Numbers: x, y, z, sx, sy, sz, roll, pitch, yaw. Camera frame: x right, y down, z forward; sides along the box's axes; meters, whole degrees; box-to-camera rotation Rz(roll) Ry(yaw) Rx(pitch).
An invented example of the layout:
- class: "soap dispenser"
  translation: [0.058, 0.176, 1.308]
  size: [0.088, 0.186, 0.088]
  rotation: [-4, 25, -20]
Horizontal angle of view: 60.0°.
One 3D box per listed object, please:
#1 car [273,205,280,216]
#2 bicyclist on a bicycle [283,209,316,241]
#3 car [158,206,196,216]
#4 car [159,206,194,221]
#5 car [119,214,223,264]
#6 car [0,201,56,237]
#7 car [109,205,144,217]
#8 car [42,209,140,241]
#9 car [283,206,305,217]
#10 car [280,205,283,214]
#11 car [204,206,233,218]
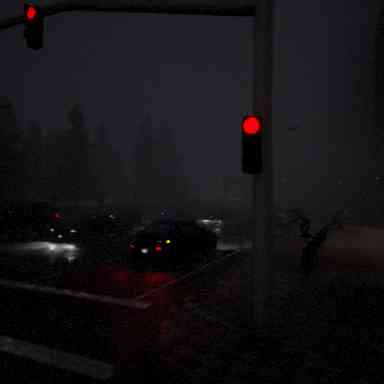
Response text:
- class: "car"
  translation: [9.689, 2.474, 43.321]
  size: [1.837, 1.490, 4.892]
  rotation: [0, -1, 25]
- class: "bicyclist on a bicycle"
  translation: [5.394, 1.692, 16.739]
  size: [1.656, 1.620, 0.582]
  rotation: [0, -1, 25]
- class: "car"
  translation: [-1.321, 2.132, 28.360]
  size: [2.033, 1.411, 5.357]
  rotation: [0, -1, 25]
- class: "car"
  translation: [-1.550, 2.270, 36.175]
  size: [1.812, 1.442, 4.674]
  rotation: [0, -1, 25]
- class: "car"
  translation: [-0.581, 1.800, 13.124]
  size: [1.812, 1.442, 4.674]
  rotation: [0, -1, 26]
- class: "car"
  translation: [-9.918, 1.536, 18.151]
  size: [2.150, 2.045, 5.566]
  rotation: [0, -1, 25]
- class: "car"
  translation: [-5.859, 1.875, 26.896]
  size: [2.097, 1.767, 4.553]
  rotation: [0, -1, 25]
- class: "car"
  translation: [-5.558, 1.914, 19.230]
  size: [2.033, 1.411, 5.357]
  rotation: [0, -1, 25]
- class: "car"
  translation: [13.320, 2.510, 42.847]
  size: [1.812, 1.442, 4.674]
  rotation: [0, -1, 25]
- class: "car"
  translation: [13.443, 2.726, 51.408]
  size: [1.994, 1.385, 4.181]
  rotation: [0, -1, 25]
- class: "car"
  translation: [3.154, 2.361, 37.973]
  size: [2.033, 1.411, 5.357]
  rotation: [0, -1, 25]
